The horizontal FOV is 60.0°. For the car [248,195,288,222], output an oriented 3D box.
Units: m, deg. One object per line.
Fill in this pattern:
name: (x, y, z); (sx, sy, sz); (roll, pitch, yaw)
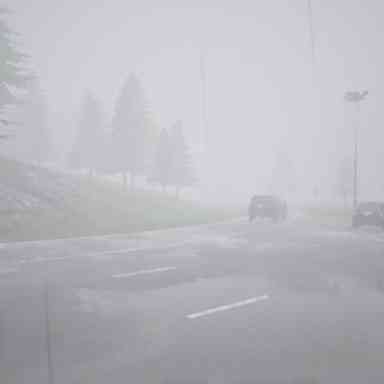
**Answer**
car: (6.231, 1.251, 26.987); (2.150, 2.045, 5.566); (0, 0, 27)

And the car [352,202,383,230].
car: (12.158, 1.382, 21.041); (4.553, 1.767, 2.097); (0, 0, -36)
